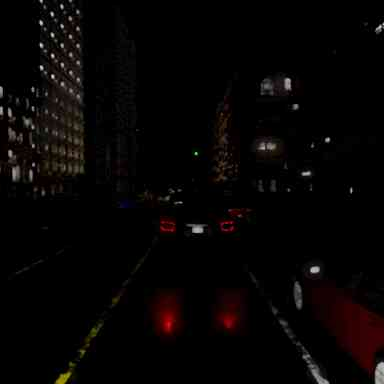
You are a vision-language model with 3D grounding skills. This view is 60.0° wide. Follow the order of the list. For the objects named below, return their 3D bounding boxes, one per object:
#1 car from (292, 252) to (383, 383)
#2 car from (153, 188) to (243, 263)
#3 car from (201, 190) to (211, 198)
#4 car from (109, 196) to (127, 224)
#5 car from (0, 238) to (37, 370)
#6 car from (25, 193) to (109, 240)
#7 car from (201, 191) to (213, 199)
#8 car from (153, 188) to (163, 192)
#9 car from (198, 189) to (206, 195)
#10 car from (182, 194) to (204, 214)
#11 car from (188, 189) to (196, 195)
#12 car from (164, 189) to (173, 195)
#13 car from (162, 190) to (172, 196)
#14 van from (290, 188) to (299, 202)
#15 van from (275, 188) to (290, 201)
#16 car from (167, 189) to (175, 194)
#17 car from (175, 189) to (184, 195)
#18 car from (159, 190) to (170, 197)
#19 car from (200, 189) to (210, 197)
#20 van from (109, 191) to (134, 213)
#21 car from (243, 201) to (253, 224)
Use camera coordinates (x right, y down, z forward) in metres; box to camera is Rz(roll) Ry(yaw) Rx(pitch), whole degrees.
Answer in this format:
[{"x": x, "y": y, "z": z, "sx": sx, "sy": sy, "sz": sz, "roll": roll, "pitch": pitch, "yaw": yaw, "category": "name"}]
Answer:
[{"x": 2.684, "y": 1.460, "z": 4.391, "sx": 1.887, "sy": 1.381, "sz": 4.507, "roll": 0, "pitch": 1, "yaw": 0, "category": "car"}, {"x": 0.102, "y": 1.012, "z": 11.205, "sx": 2.150, "sy": 2.045, "sz": 5.566, "roll": 0, "pitch": 1, "yaw": -1, "category": "car"}, {"x": 2.670, "y": 0.384, "z": 64.390, "sx": 1.887, "sy": 1.381, "sz": 4.507, "roll": 0, "pitch": 1, "yaw": 0, "category": "car"}, {"x": -5.700, "y": 1.176, "z": 20.956, "sx": 1.947, "sy": 1.339, "sz": 4.313, "roll": 0, "pitch": 1, "yaw": 0, "category": "car"}, {"x": -3.102, "y": 1.462, "z": 2.165, "sx": 1.837, "sy": 1.490, "sz": 4.892, "roll": 0, "pitch": 1, "yaw": 0, "category": "car"}, {"x": -5.700, "y": 1.026, "z": 15.429, "sx": 2.192, "sy": 1.841, "sz": 5.009, "roll": 0, "pitch": 1, "yaw": 0, "category": "car"}, {"x": 2.671, "y": 0.481, "z": 58.864, "sx": 1.887, "sy": 1.381, "sz": 4.507, "roll": 0, "pitch": 1, "yaw": 0, "category": "car"}, {"x": -5.710, "y": 0.251, "z": 58.858, "sx": 2.192, "sy": 1.841, "sz": 5.009, "roll": 0, "pitch": 1, "yaw": 0, "category": "car"}, {"x": 2.664, "y": 0.027, "z": 86.498, "sx": 1.947, "sy": 1.339, "sz": 4.313, "roll": 0, "pitch": 1, "yaw": 0, "category": "car"}, {"x": 0.108, "y": 0.988, "z": 29.109, "sx": 1.812, "sy": 1.442, "sz": 4.674, "roll": 0, "pitch": 1, "yaw": 1, "category": "car"}, {"x": -0.021, "y": -0.107, "z": 88.742, "sx": 1.882, "sy": 1.535, "sz": 5.008, "roll": 0, "pitch": 1, "yaw": 0, "category": "car"}, {"x": -5.715, "y": -0.006, "z": 80.968, "sx": 1.967, "sy": 1.590, "sz": 4.097, "roll": 0, "pitch": 1, "yaw": 0, "category": "car"}, {"x": -5.713, "y": 0.214, "z": 75.443, "sx": 1.947, "sy": 1.339, "sz": 4.313, "roll": 0, "pitch": 1, "yaw": 0, "category": "car"}, {"x": 13.721, "y": 0.454, "z": 38.038, "sx": 3.998, "sy": 1.788, "sz": 1.690, "roll": -1, "pitch": 2, "yaw": 0, "category": "van"}, {"x": 13.697, "y": 0.264, "z": 46.416, "sx": 3.998, "sy": 1.788, "sz": 1.690, "roll": -1, "pitch": 2, "yaw": 0, "category": "van"}, {"x": -5.717, "y": -0.104, "z": 91.853, "sx": 1.752, "sy": 1.417, "sz": 4.829, "roll": 0, "pitch": 1, "yaw": 0, "category": "car"}, {"x": -3.019, "y": 0.091, "z": 81.895, "sx": 1.994, "sy": 1.385, "sz": 4.181, "roll": 0, "pitch": 1, "yaw": 0, "category": "car"}, {"x": -5.712, "y": 0.288, "z": 69.916, "sx": 1.887, "sy": 1.381, "sz": 4.507, "roll": 0, "pitch": 1, "yaw": 0, "category": "car"}, {"x": 2.668, "y": 0.183, "z": 69.915, "sx": 1.967, "sy": 1.590, "sz": 4.097, "roll": 0, "pitch": 1, "yaw": 0, "category": "car"}, {"x": -5.702, "y": 0.851, "z": 26.474, "sx": 1.690, "sy": 1.788, "sz": 3.998, "roll": 0, "pitch": 1, "yaw": 0, "category": "van"}, {"x": 2.680, "y": 1.155, "z": 20.956, "sx": 1.887, "sy": 1.381, "sz": 4.507, "roll": 0, "pitch": 1, "yaw": 0, "category": "car"}]
